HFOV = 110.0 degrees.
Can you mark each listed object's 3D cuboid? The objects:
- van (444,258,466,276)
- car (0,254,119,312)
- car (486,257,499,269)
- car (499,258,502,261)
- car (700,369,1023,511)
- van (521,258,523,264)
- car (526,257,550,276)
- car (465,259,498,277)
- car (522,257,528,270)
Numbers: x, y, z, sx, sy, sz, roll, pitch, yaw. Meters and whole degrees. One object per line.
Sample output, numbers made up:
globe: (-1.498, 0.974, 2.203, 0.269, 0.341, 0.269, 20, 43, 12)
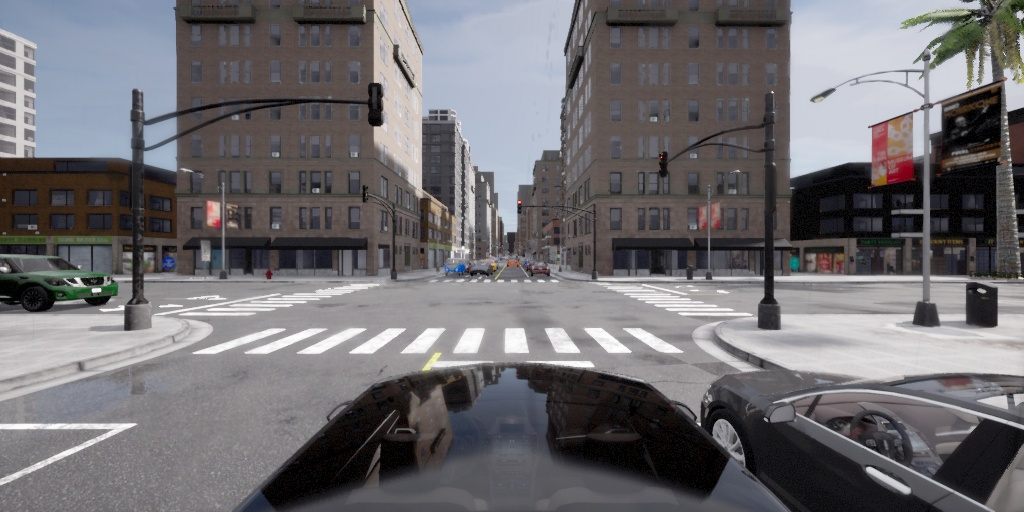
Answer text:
van: (-5.783, 1.093, 36.431, 1.690, 1.789, 3.998, 0, 0, 0)
car: (-18.522, 0.949, 13.578, 5.566, 2.045, 2.150, 0, 0, 0)
car: (-3.001, 1.231, 46.323, 1.882, 1.535, 5.008, 0, 0, 0)
car: (-2.969, 1.354, 56.241, 1.895, 1.301, 4.718, 0, 0, 0)
car: (2.668, 1.300, 1.763, 2.007, 1.370, 4.403, 0, 0, 0)
van: (2.798, 1.094, 59.090, 1.690, 1.789, 3.998, 0, 0, 0)
car: (2.743, 1.192, 36.413, 1.967, 1.591, 4.097, 0, 0, 0)
car: (-2.997, 1.300, 36.621, 2.033, 1.411, 5.357, 0, 0, 4)
car: (2.771, 1.193, 47.751, 1.967, 1.591, 4.097, 0, 0, 0)
